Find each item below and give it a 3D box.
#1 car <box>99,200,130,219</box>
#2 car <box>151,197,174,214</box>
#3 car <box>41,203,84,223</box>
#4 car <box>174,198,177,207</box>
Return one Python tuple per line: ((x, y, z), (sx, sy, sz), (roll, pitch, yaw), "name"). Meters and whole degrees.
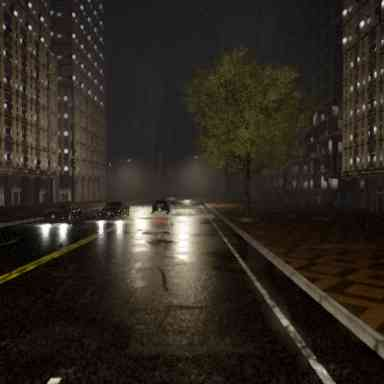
((-6.679, 1.516, 29.089), (1.837, 1.490, 4.892), (0, 0, 0), "car")
((-3.279, 1.511, 36.074), (1.837, 1.490, 4.892), (0, 0, 0), "car")
((-9.929, 1.577, 25.761), (1.994, 1.385, 4.181), (0, 0, 0), "car")
((-3.340, 1.557, 52.692), (2.033, 1.411, 5.357), (0, 0, -1), "car")
